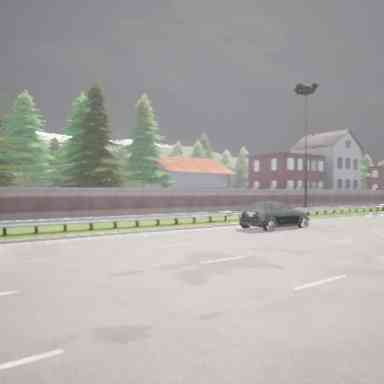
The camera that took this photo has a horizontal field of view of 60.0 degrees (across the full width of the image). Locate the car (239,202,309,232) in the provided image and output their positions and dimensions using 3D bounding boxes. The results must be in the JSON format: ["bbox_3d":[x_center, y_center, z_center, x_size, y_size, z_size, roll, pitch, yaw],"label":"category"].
[{"bbox_3d":[5.092,1.360,20.272,4.553,1.767,2.097,0,0,-35],"label":"car"}]
